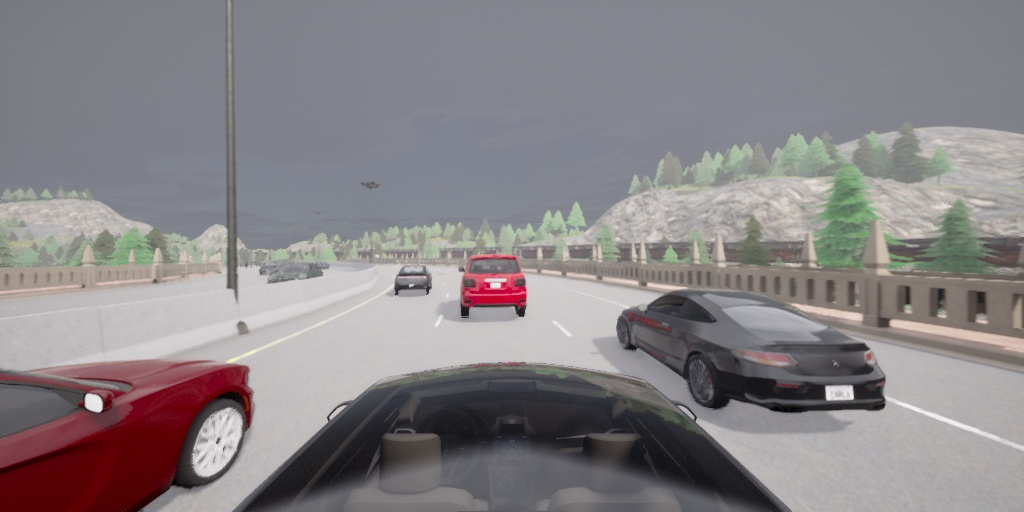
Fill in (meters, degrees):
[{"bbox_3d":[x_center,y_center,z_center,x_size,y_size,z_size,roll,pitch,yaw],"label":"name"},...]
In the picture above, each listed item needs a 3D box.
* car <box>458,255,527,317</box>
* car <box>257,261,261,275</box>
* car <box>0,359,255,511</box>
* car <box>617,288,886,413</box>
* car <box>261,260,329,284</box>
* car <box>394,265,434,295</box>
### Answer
[{"bbox_3d":[-0.805,0.977,13.407,2.150,2.045,5.566,0,0,-7],"label":"car"},{"bbox_3d":[-29.015,1.512,43.117,1.812,1.442,4.674,-1,0,-30],"label":"car"},{"bbox_3d":[-3.543,1.242,1.595,1.882,1.535,5.008,0,0,0],"label":"car"},{"bbox_3d":[3.308,1.262,6.038,1.812,1.442,4.674,0,0,-3],"label":"car"},{"bbox_3d":[-13.353,1.187,22.446,2.097,1.767,4.553,0,0,-14],"label":"car"},{"bbox_3d":[-5.501,1.276,20.297,2.128,1.511,4.902,0,0,-11],"label":"car"}]
